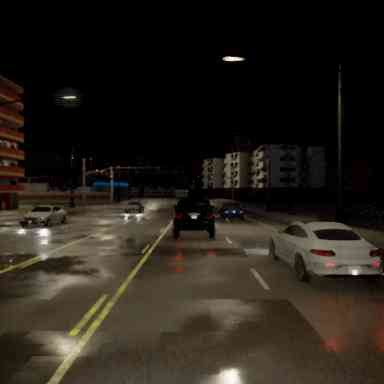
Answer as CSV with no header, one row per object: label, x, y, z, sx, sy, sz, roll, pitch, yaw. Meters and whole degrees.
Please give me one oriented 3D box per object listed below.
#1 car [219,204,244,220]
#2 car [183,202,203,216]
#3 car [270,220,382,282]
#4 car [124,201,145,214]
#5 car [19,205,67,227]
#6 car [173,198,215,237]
car,3.610,1.779,30.931,2.033,1.411,5.357,0,-1,0
car,0.113,1.851,36.777,1.994,1.385,4.181,0,0,0
car,3.604,1.550,9.676,1.812,1.442,4.674,0,-1,0
car,-7.050,1.838,40.938,1.812,1.442,4.674,0,0,0
car,-10.589,1.691,24.080,1.812,1.442,4.674,0,-1,0
car,0.107,1.338,18.958,2.150,2.045,5.566,0,0,0
